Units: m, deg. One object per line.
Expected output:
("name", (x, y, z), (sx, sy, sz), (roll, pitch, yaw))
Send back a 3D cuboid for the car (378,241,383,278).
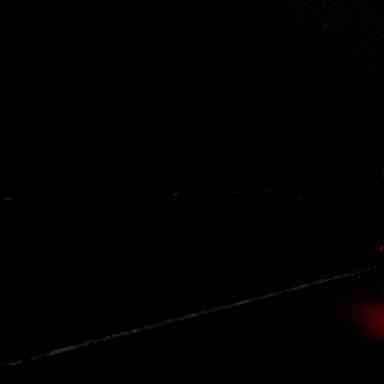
("car", (6.628, 1.433, 8.282), (5.008, 1.535, 1.882), (0, 0, -34))
